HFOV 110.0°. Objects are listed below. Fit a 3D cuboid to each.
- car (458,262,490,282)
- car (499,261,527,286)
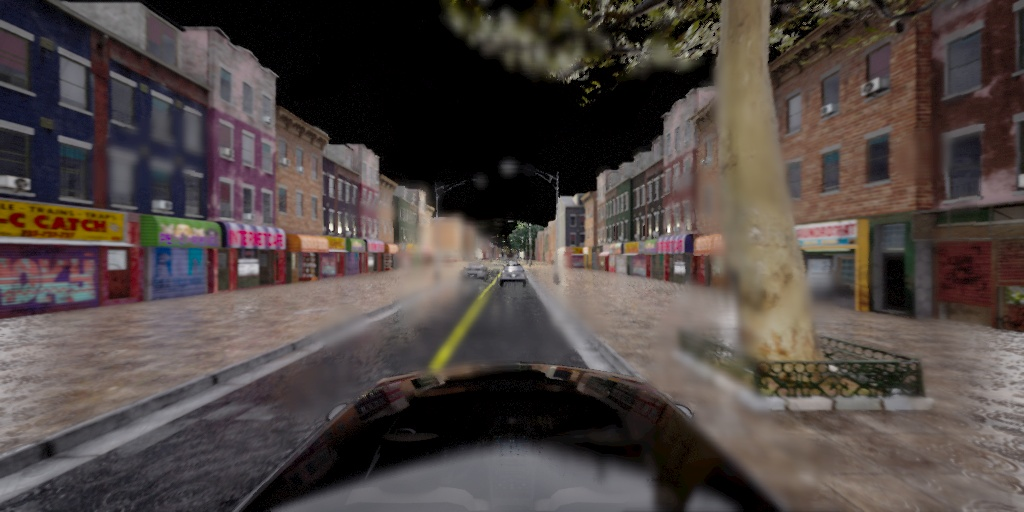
[{"bbox_3d":[-2.802,1.310,28.334,1.994,1.385,4.181,0,0,0],"label":"car"},{"bbox_3d":[0.091,1.293,25.339,2.033,1.411,5.357,0,0,0],"label":"car"}]
